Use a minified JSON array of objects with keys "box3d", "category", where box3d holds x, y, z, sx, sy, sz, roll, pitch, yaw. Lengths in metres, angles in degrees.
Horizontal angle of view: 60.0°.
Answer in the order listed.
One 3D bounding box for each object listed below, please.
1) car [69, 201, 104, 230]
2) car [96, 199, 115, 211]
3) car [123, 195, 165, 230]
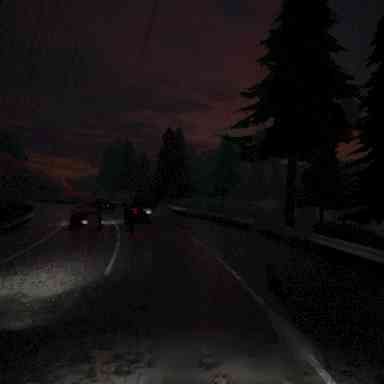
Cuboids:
[{"box3d":[-6.704,1.544,21.170,1.812,1.442,4.674,0,0,-15],"category":"car"},{"box3d":[-10.881,1.576,40.434,2.033,1.411,5.357,0,0,-29],"category":"car"},{"box3d":[-3.151,1.230,21.497,2.150,2.045,5.566,0,0,-15],"category":"car"}]
